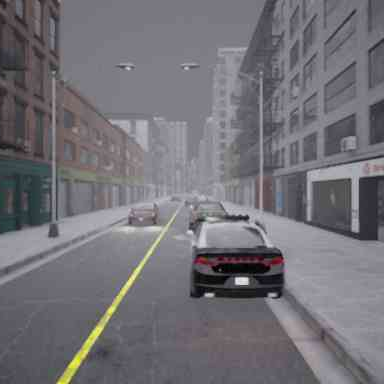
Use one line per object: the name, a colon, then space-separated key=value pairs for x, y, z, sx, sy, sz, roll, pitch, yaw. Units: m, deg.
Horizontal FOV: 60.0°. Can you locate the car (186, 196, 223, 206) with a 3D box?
car: x=0.873 y=1.243 z=18.391 sx=2.097 sy=1.767 sz=4.553 roll=0 pitch=0 yaw=0

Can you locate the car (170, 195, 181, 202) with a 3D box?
car: x=-3.114 y=1.240 z=64.456 sx=2.033 sy=1.411 sz=5.357 roll=0 pitch=0 yaw=0

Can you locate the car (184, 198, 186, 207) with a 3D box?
car: x=-0.037 y=1.251 z=47.249 sx=2.128 sy=1.511 sz=4.902 roll=0 pitch=0 yaw=0

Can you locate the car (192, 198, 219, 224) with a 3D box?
car: x=0.864 y=1.316 z=24.612 sx=1.801 sy=1.575 sz=5.366 roll=0 pitch=0 yaw=0

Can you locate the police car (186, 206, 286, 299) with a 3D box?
police car: x=0.889 y=1.373 z=8.531 sx=1.930 sy=1.638 sz=5.238 roll=0 pitch=0 yaw=0

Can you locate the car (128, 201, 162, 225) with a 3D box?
car: x=-3.144 y=1.394 z=22.873 sx=1.812 sy=1.442 sz=4.674 roll=0 pitch=0 yaw=0
